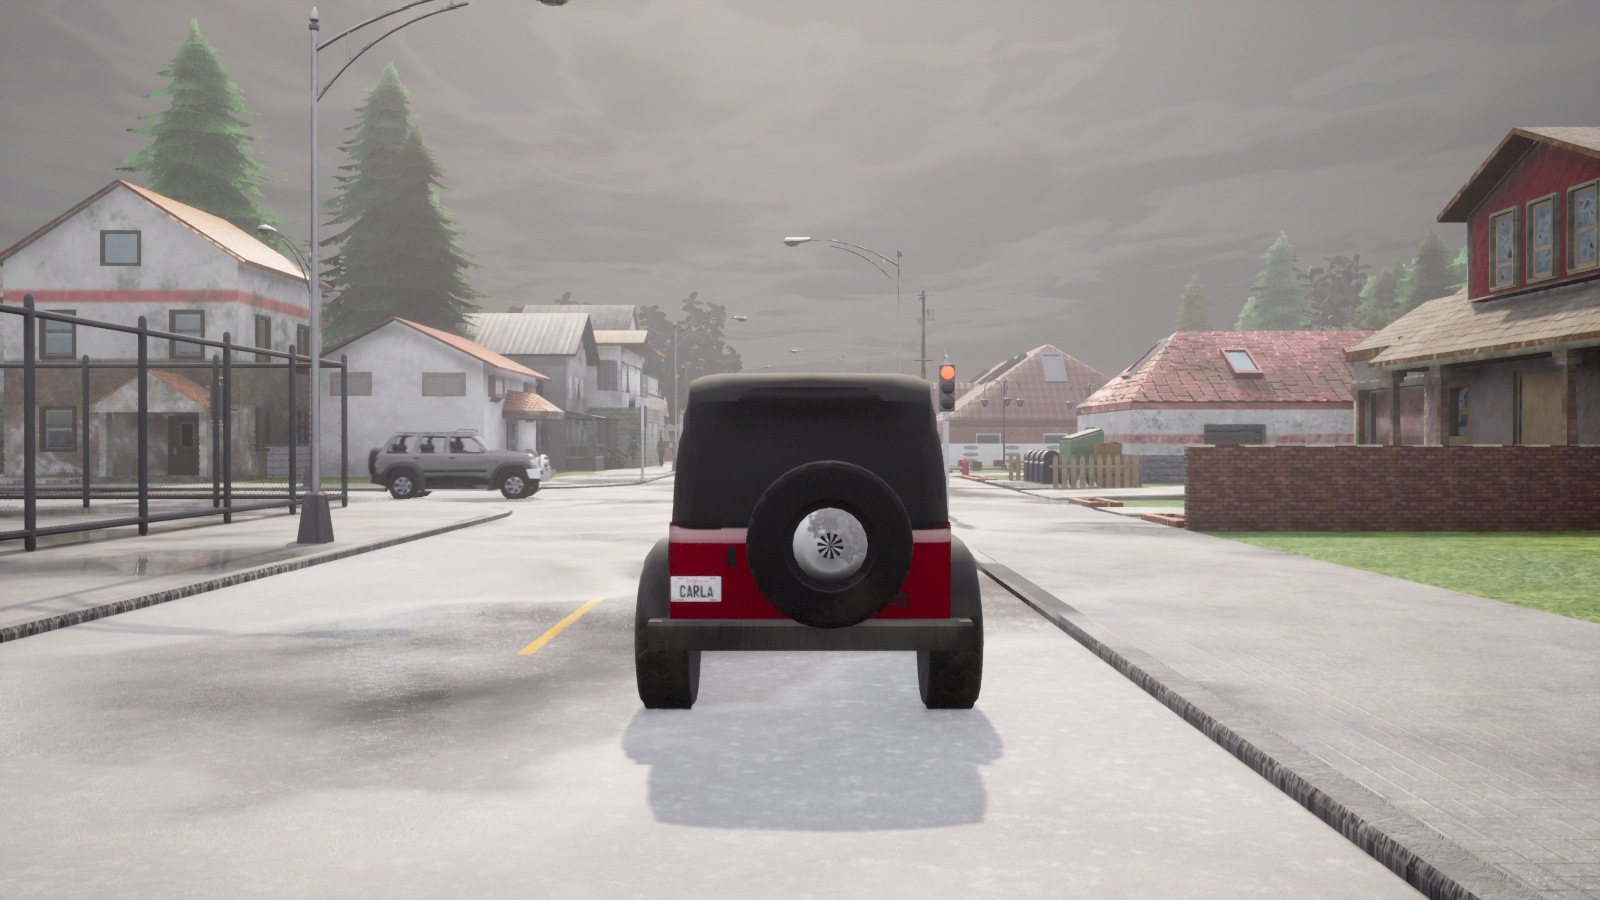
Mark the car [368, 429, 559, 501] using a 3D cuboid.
[{"bbox_3d":[-8.863,0.367,33.411,4.605,1.855,1.932,0,1,-3],"label":"car"}]

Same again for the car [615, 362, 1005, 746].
[{"bbox_3d":[0.055,0.497,8.079,1.905,1.878,3.866,0,0,0],"label":"car"}]

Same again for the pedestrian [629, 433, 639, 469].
[{"bbox_3d":[-9.053,0.062,68.569,0.423,1.949,0.788,0,0,1],"label":"pedestrian"}]

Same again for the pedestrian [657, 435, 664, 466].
[{"bbox_3d":[-8.258,0.029,74.567,0.328,1.805,0.869,0,0,0],"label":"pedestrian"}]
